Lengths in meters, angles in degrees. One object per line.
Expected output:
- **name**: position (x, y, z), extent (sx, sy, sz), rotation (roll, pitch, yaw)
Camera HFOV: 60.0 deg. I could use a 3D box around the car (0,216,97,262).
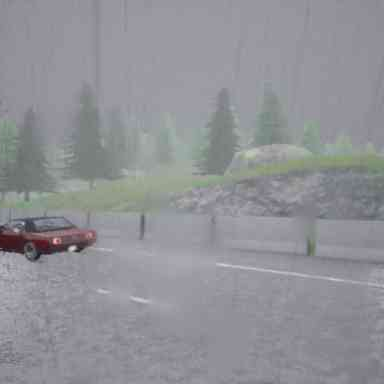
- **car**: position (-5.651, 1.518, 11.814), extent (4.718, 1.301, 1.895), rotation (0, 1, 34)
